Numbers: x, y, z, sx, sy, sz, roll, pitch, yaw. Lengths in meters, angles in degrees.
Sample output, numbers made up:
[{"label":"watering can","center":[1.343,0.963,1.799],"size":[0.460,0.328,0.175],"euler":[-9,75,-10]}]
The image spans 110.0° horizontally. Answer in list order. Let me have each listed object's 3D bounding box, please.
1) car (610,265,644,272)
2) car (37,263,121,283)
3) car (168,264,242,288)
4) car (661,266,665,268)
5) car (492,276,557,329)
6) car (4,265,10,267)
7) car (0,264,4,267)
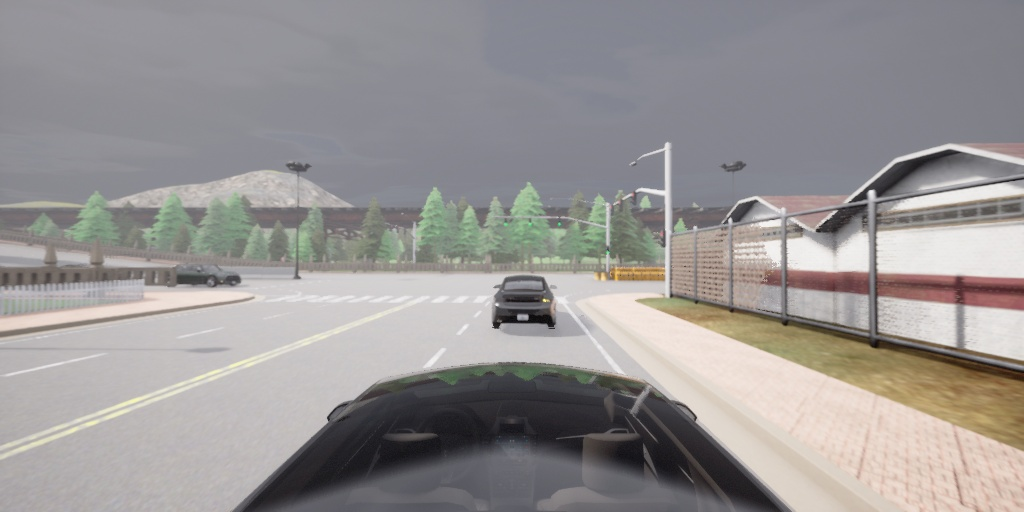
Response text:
[{"label":"car","center":[13.631,1.873,40.082],"size":[4.718,1.301,1.895],"euler":[0,-1,1]},{"label":"car","center":[-32.073,1.504,26.646],"size":[5.357,1.411,2.033],"euler":[1,-1,1]},{"label":"car","center":[-22.628,1.367,26.429],"size":[4.553,1.767,2.097],"euler":[0,-1,3]},{"label":"car","center":[19.171,1.876,43.492],"size":[5.357,1.411,2.033],"euler":[0,-1,1]},{"label":"car","center":[0.430,1.387,11.898],"size":[1.837,1.490,4.892],"euler":[0,0,3]},{"label":"car","center":[-45.721,0.891,30.417],"size":[5.357,1.411,2.033],"euler":[4,-1,1]},{"label":"car","center":[-41.917,1.167,26.837],"size":[4.718,1.301,1.895],"euler":[4,-1,1]}]
